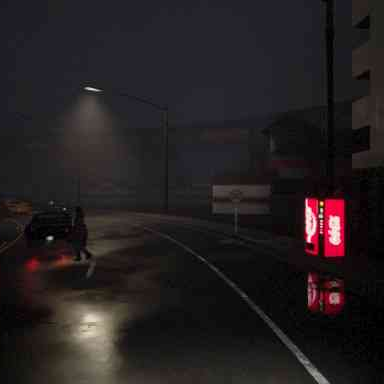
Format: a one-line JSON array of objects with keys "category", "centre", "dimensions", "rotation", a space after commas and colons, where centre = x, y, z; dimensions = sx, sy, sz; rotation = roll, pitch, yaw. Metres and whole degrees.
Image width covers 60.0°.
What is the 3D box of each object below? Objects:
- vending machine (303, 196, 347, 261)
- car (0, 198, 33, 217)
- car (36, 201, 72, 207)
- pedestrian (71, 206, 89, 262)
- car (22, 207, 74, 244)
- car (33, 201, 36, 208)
[{"category": "vending machine", "centre": [4.520, 1.195, 11.353], "dimensions": [1.100, 2.100, 0.880], "rotation": [0, 0, -13]}, {"category": "car", "centre": [-17.487, 1.478, 31.899], "dimensions": [5.008, 1.535, 1.882], "rotation": [0, 0, 43]}, {"category": "car", "centre": [-13.333, 1.564, 32.664], "dimensions": [1.994, 1.385, 4.181], "rotation": [0, 0, -43]}, {"category": "pedestrian", "centre": [-3.639, 1.294, 10.783], "dimensions": [0.375, 1.860, 0.375], "rotation": [0, 0, -14]}, {"category": "car", "centre": [-6.647, 1.601, 15.844], "dimensions": [1.895, 1.301, 4.718], "rotation": [0, 0, -20]}, {"category": "car", "centre": [-20.031, 1.491, 38.576], "dimensions": [4.902, 1.511, 2.128], "rotation": [0, 0, 33]}]
